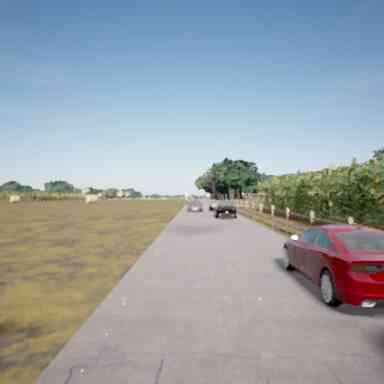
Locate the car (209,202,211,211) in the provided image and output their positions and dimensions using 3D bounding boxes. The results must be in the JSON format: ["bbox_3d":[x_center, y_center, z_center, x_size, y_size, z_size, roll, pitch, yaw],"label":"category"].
[{"bbox_3d":[3.171,1.780,43.657,1.895,1.301,4.718,0,0,1],"label":"car"}]

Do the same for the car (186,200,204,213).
[{"bbox_3d":[0.368,1.662,39.117,1.812,1.442,4.674,0,0,1],"label":"car"}]

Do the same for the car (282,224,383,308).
[{"bbox_3d":[3.638,1.518,8.099,1.882,1.535,5.008,0,0,1],"label":"car"}]

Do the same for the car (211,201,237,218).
[{"bbox_3d":[3.078,1.596,31.437,1.882,1.535,5.008,0,0,1],"label":"car"}]
